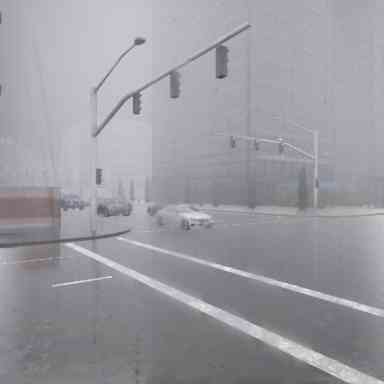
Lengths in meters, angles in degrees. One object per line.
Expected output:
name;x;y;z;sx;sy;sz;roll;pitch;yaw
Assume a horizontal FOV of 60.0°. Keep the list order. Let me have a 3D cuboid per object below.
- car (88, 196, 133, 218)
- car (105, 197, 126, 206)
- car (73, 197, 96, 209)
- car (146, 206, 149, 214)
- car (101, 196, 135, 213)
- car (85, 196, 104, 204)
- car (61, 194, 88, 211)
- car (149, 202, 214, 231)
car;-7.362;1.352;30.139;2.097;1.767;4.553;0;0;-36
car;-13.067;1.526;56.485;1.812;1.442;4.674;0;0;-36
car;-15.298;1.526;47.257;1.812;1.442;4.674;0;0;-35
car;-2.037;1.548;28.711;2.033;1.411;5.357;0;0;-36
car;-8.467;1.352;37.694;2.097;1.767;4.553;0;0;-36
car;-19.032;1.491;64.819;2.128;1.511;4.902;0;0;-36
car;-15.088;1.222;40.932;2.150;2.045;5.566;0;0;-36
car;-0.586;1.525;20.675;1.812;1.442;4.674;0;0;-36
